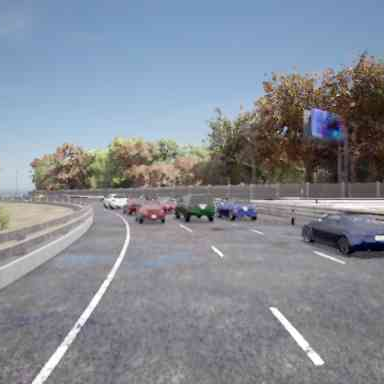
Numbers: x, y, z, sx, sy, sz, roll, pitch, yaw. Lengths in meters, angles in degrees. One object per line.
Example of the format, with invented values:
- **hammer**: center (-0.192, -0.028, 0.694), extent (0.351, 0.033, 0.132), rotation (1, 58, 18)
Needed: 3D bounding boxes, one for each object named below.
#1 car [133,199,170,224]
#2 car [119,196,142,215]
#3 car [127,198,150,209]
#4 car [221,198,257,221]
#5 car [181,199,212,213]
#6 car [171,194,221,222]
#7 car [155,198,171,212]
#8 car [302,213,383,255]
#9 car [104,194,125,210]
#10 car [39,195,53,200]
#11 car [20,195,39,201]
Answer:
- **car**: center (-3.151, 1.522, 24.978), extent (1.812, 1.442, 4.674), rotation (0, 0, -14)
- **car**: center (-5.740, 1.482, 33.666), extent (1.882, 1.535, 5.008), rotation (0, 0, -21)
- **car**: center (-7.700, 1.568, 47.444), extent (1.994, 1.385, 4.181), rotation (0, 0, -26)
- **car**: center (3.518, 1.303, 27.129), extent (2.097, 1.767, 4.553), rotation (0, 0, -14)
- **car**: center (0.427, 1.525, 37.220), extent (1.994, 1.385, 4.181), rotation (0, 0, -21)
- **car**: center (0.142, 1.195, 26.255), extent (2.150, 2.045, 5.566), rotation (0, 0, -14)
- **car**: center (-2.707, 1.584, 35.597), extent (1.895, 1.301, 4.718), rotation (0, 0, -21)
- **car**: center (6.037, 1.516, 13.101), extent (1.994, 1.385, 4.181), rotation (0, 0, -7)
- **car**: center (-10.374, 1.248, 44.955), extent (2.150, 2.045, 5.566), rotation (0, 1, -26)
- **car**: center (-39.018, 1.461, 86.086), extent (5.008, 1.535, 1.882), rotation (0, 0, 35)
- **car**: center (-41.176, 1.500, 83.331), extent (4.892, 1.490, 1.837), rotation (0, 0, 35)
